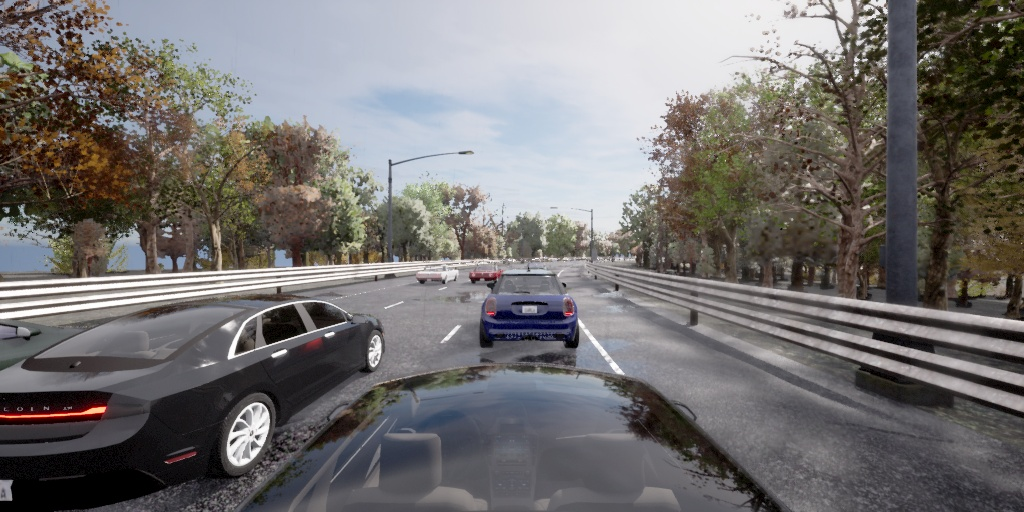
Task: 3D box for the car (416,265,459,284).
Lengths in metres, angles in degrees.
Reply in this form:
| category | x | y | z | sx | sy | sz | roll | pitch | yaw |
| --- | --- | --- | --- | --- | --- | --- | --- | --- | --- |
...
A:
| category | x | y | z | sx | sy | sz | roll | pitch | yaw |
| --- | --- | --- | --- | --- | --- | --- | --- | --- | --- |
| car | -5.333 | 1.319 | 26.315 | 1.895 | 1.301 | 4.718 | 0 | 0 | 6 |

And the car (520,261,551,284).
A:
| category | x | y | z | sx | sy | sz | roll | pitch | yaw |
| --- | --- | --- | --- | --- | --- | --- | --- | --- | --- |
| car | 1.935 | 1.228 | 28.136 | 2.128 | 1.511 | 4.902 | 0 | 0 | 7 |

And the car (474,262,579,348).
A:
| category | x | y | z | sx | sy | sz | roll | pitch | yaw |
| --- | --- | --- | --- | --- | --- | --- | --- | --- | --- |
| car | 0.392 | 1.098 | 9.362 | 2.097 | 1.767 | 4.553 | 0 | 0 | 1 |

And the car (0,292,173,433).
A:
| category | x | y | z | sx | sy | sz | roll | pitch | yaw |
| --- | --- | --- | --- | --- | --- | --- | --- | --- | --- |
| car | -6.803 | 1.311 | 4.020 | 1.994 | 1.385 | 4.181 | 0 | 0 | 1 |

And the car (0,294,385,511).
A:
| category | x | y | z | sx | sy | sz | roll | pitch | yaw |
| --- | --- | --- | --- | --- | --- | --- | --- | --- | --- |
| car | -3.286 | 1.252 | 4.722 | 1.837 | 1.490 | 4.892 | 0 | 0 | 1 |

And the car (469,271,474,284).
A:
| category | x | y | z | sx | sy | sz | roll | pitch | yaw |
| --- | --- | --- | --- | --- | --- | --- | --- | --- | --- |
| car | -1.769 | 1.328 | 26.660 | 1.895 | 1.301 | 4.718 | 0 | 0 | 7 |
